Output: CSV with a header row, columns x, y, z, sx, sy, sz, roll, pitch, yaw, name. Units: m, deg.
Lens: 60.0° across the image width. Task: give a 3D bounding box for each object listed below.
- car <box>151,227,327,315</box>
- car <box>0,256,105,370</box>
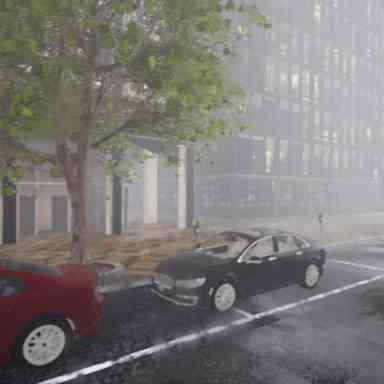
x,y,z,sx,sy,sz,roll,pitch,yaw,name
1.216,1.514,7.409,4.403,1.369,2.008,-1,1,-35,car
-3.391,1.548,4.127,4.507,1.381,1.887,-1,1,-35,car
